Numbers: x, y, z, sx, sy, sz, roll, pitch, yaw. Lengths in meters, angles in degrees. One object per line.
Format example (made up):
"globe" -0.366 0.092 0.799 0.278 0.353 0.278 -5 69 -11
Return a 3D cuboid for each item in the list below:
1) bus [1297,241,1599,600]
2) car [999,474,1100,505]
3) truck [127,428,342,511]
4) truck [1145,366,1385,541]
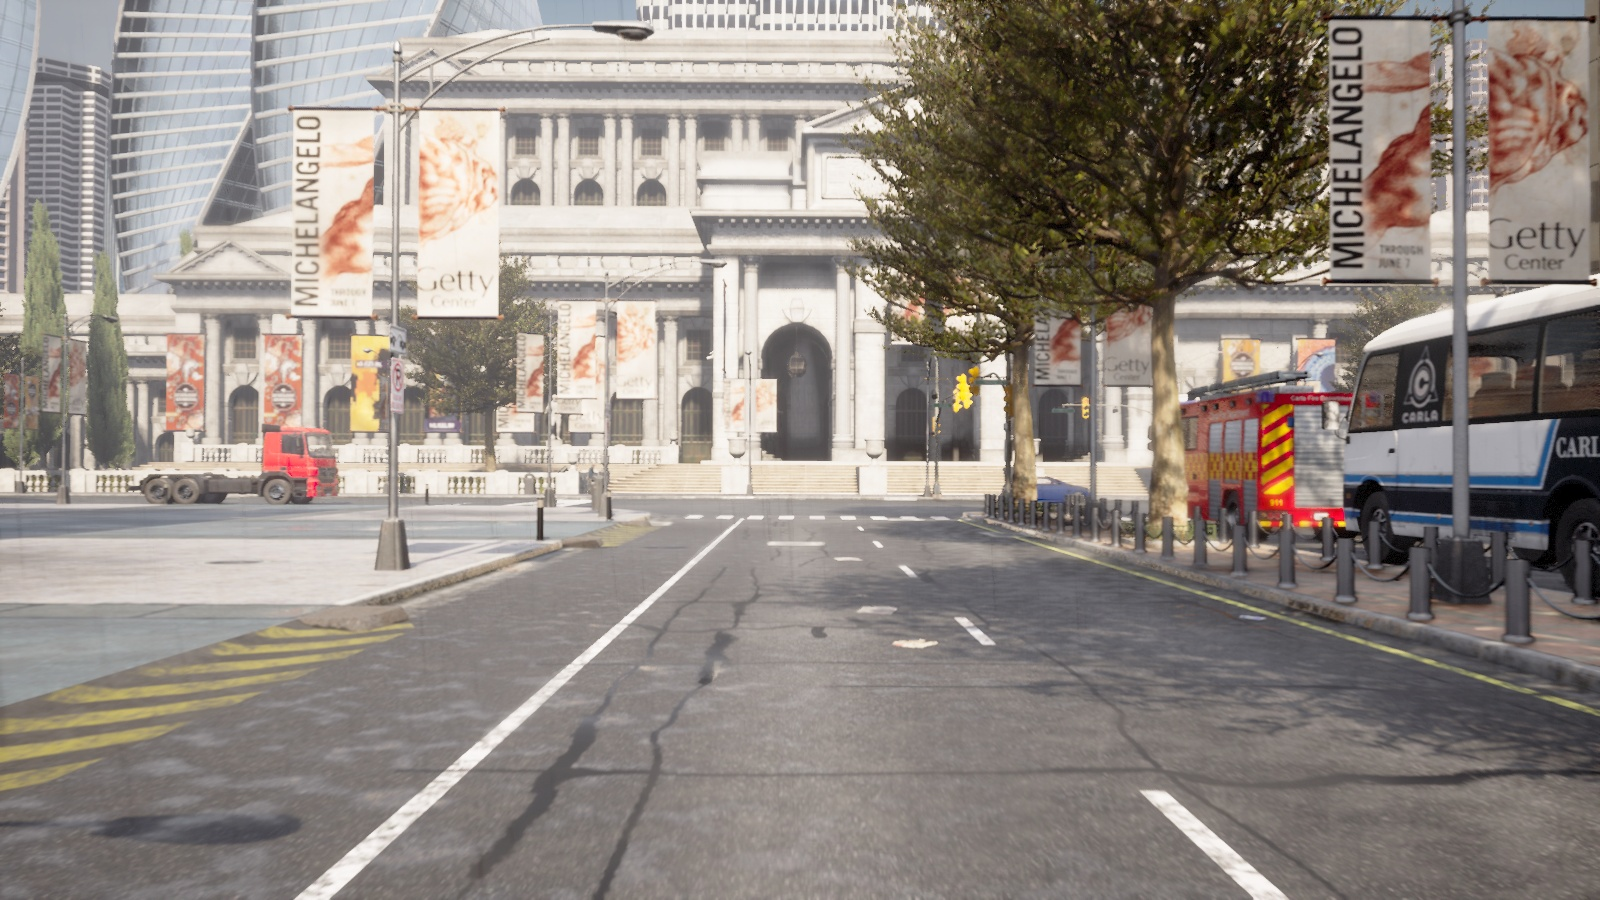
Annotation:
"bus" 11.449 -0.294 18.714 3.944 4.253 10.273 0 -1 0
"car" 11.375 1.795 57.461 4.181 1.385 1.994 0 -1 0
"truck" -24.214 0.834 54.026 7.936 3.462 2.891 0 -1 0
"truck" 11.372 0.137 31.797 2.891 3.827 8.468 0 -1 0
